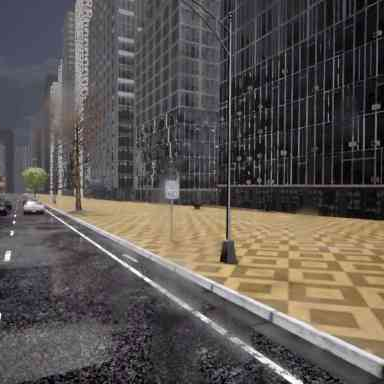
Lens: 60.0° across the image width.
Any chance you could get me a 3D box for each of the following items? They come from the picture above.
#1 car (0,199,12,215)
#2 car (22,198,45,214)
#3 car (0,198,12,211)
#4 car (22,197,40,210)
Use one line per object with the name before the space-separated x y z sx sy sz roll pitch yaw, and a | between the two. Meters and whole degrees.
car | -19.089 1.530 32.711 2.033 1.411 5.357 0 0 -28
car | -16.553 1.584 34.762 1.895 1.301 4.718 0 0 -27
car | -23.795 1.542 41.734 1.994 1.385 4.181 0 0 -27
car | -21.280 1.470 43.867 2.128 1.511 4.902 0 0 -27
